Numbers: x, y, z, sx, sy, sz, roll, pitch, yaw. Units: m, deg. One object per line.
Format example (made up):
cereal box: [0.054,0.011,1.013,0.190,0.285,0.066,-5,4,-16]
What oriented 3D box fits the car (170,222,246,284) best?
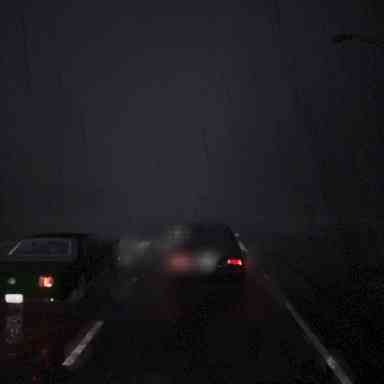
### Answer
car: [0.450,1.597,9.772,2.033,1.411,5.357,0,0,3]

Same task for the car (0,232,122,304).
car: [-3.134,1.641,8.205,1.895,1.301,4.718,0,0,1]

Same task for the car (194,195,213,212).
car: [1.505,1.437,42.957,2.150,2.045,5.566,0,0,2]
